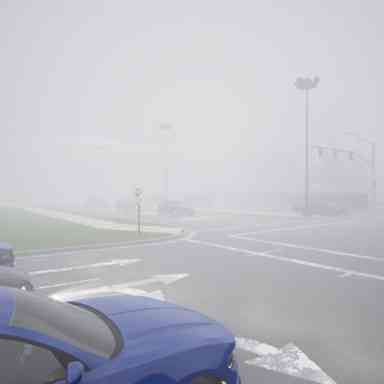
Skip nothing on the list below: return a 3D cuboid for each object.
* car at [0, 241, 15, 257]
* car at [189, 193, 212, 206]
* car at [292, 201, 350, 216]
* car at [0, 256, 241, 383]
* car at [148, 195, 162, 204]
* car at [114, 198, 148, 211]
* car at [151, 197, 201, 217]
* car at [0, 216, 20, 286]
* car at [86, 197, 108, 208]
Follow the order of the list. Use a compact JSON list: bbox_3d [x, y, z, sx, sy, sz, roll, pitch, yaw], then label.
[{"bbox_3d":[-4.549,1.564,4.819,4.181,1.385,1.994,0,0,-35],"label":"car"},{"bbox_3d":[0.956,1.232,53.965,2.150,2.045,5.566,0,0,-36],"label":"car"},{"bbox_3d":[12.432,1.557,32.455,2.033,1.411,5.357,0,0,-36],"label":"car"},{"bbox_3d":[-1.831,1.478,2.454,5.008,1.535,1.882,0,0,-35],"label":"car"},{"bbox_3d":[-6.712,1.361,58.546,2.097,1.767,4.553,0,0,-36],"label":"car"},{"bbox_3d":[-7.793,1.497,40.213,2.128,1.511,4.902,0,0,-36],"label":"car"},{"bbox_3d":[-1.639,1.510,31.836,1.837,1.490,4.892,0,0,-36],"label":"car"},{"bbox_3d":[-6.824,1.477,7.496,5.008,1.535,1.882,0,0,-35],"label":"car"},{"bbox_3d":[-13.955,1.497,48.634,2.128,1.511,4.902,0,0,-36],"label":"car"}]
